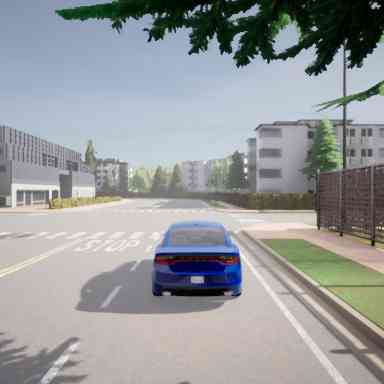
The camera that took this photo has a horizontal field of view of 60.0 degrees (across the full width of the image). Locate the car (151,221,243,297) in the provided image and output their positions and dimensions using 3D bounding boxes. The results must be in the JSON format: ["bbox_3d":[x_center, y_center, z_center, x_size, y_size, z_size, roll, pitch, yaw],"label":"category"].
[{"bbox_3d":[0.116,1.477,8.651,1.882,1.535,5.008,0,0,0],"label":"car"}]
